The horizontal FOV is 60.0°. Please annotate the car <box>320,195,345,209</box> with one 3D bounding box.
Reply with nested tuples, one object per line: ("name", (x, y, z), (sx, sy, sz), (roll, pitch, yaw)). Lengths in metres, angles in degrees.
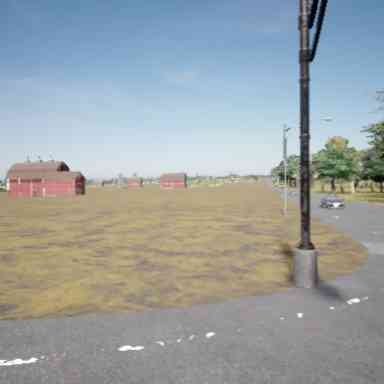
("car", (14.798, 1.042, 35.242), (2.128, 1.511, 4.902), (-1, 1, 12))
